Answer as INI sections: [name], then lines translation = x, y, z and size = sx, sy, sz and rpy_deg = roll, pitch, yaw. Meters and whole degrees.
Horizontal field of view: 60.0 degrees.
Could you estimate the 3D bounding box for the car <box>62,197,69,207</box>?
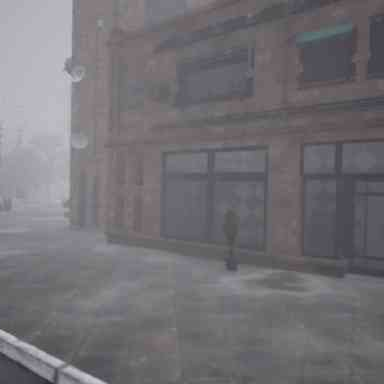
[car]
translation = -13.943, 1.195, 41.636
size = 1.812, 1.442, 4.674
rpy_deg = 2, -2, 38
